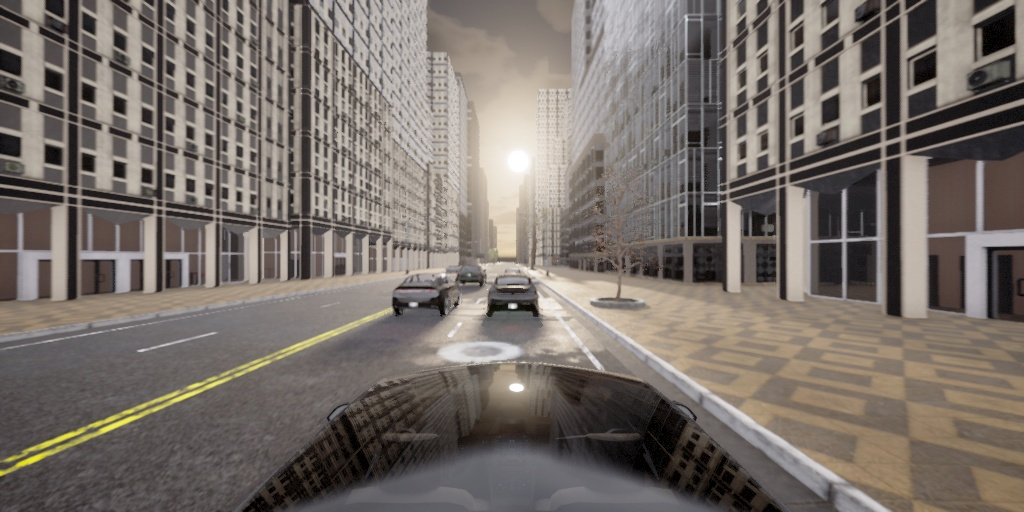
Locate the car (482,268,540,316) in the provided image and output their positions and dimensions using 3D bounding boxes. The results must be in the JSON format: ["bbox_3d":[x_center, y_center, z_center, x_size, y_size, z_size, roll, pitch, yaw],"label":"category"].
[{"bbox_3d":[0.049,1.422,14.200,1.837,1.490,4.892,0,0,1],"label":"car"}]

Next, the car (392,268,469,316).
[{"bbox_3d":[-3.202,1.407,14.168,2.128,1.511,4.902,0,-1,1],"label":"car"}]

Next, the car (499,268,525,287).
[{"bbox_3d":[0.049,1.689,29.383,1.994,1.385,4.181,0,-1,1],"label":"car"}]

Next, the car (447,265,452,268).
[{"bbox_3d":[-9.786,2.160,59.558,1.895,1.301,4.718,0,-1,1],"label":"car"}]

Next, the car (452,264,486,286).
[{"bbox_3d":[-3.202,1.471,29.070,2.097,1.767,4.553,0,-1,1],"label":"car"}]
